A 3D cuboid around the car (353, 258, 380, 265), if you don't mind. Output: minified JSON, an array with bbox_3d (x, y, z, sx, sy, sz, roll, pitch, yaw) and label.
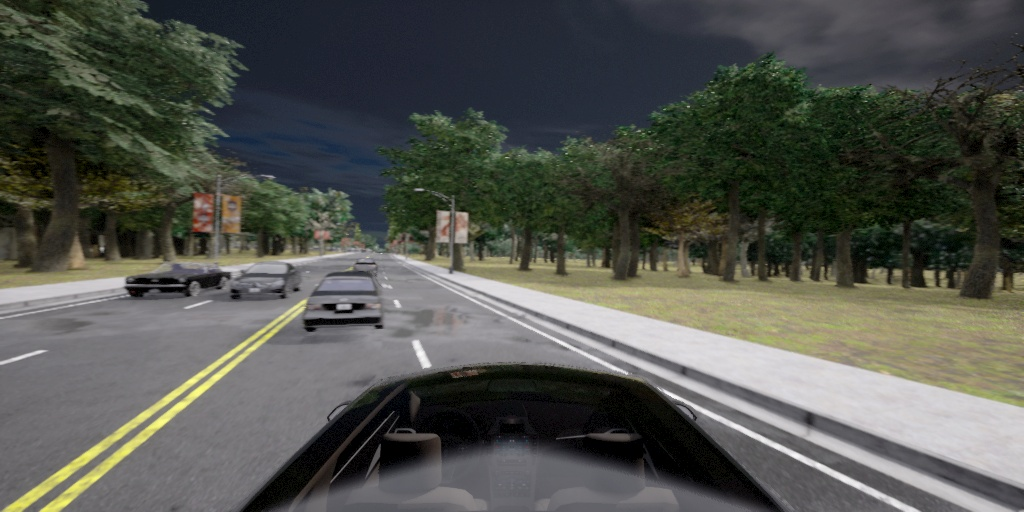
[{"bbox_3d":[-11.985,0.885,29.447,2.128,1.511,4.902,2,0,-21],"label":"car"}]

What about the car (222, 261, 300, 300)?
[{"bbox_3d":[-10.258,0.965,15.316,1.812,1.442,4.674,2,0,-21],"label":"car"}]

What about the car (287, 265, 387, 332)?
[{"bbox_3d":[-4.668,1.160,10.380,2.033,1.411,5.357,2,0,-21],"label":"car"}]

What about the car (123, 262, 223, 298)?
[{"bbox_3d":[-13.605,0.932,14.941,1.895,1.301,4.718,2,0,-21],"label":"car"}]
